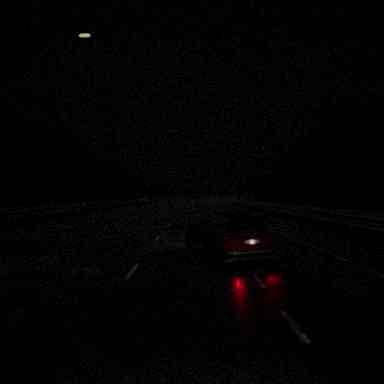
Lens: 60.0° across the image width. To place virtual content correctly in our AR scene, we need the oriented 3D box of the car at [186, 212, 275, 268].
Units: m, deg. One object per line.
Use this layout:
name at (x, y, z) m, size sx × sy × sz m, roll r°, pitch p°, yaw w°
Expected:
car at (1.157, 1.512, 11.791) m, size 2.033 × 1.649 × 4.856 m, roll -1°, pitch 0°, yaw -15°
